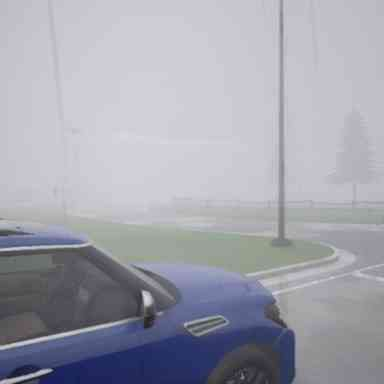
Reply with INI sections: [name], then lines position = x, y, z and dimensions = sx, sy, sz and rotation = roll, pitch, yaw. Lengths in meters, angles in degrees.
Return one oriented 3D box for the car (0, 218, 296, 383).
[car]
position = -1.606, 1.221, 2.601
dimensions = 5.566, 2.045, 2.150
rotation = 0, 0, -35
